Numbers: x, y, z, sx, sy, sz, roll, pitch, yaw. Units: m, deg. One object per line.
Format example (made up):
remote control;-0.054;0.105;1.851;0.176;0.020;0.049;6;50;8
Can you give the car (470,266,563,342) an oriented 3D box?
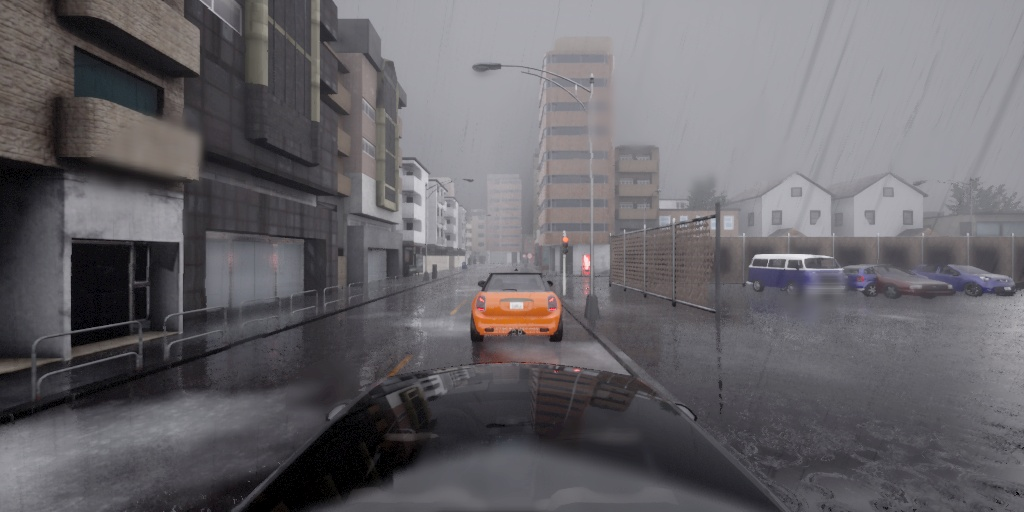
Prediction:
car;0.100;1.105;9.957;2.097;1.767;4.553;0;0;0
